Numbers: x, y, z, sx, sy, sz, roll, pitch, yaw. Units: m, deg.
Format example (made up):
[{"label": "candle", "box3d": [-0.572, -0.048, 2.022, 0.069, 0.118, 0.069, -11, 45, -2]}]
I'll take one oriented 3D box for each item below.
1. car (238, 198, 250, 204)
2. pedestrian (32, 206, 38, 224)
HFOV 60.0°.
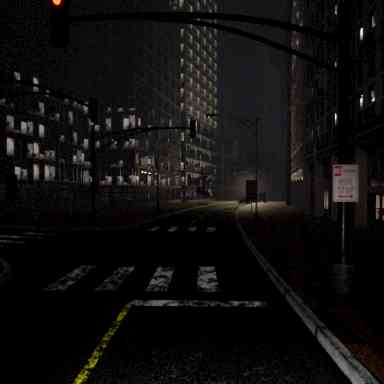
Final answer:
[{"label": "car", "box3d": [10.896, 1.865, 68.989, 1.895, 1.301, 4.718, 0, 0, 18]}, {"label": "pedestrian", "box3d": [-9.376, 1.345, 19.873, 0.500, 1.100, 0.500, 0, 0, 17]}]
